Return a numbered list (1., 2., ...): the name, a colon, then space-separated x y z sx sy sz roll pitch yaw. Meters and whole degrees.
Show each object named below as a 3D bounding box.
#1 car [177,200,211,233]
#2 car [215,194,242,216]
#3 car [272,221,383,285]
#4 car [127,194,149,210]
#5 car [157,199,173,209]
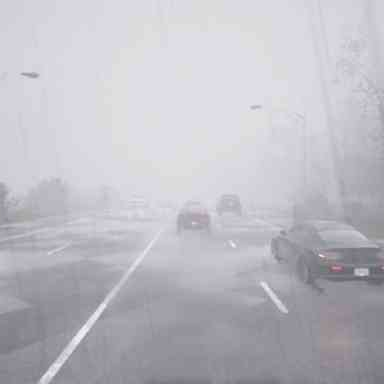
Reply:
1. car: 0.100 1.481 19.818 1.882 1.535 5.008 0 0 0
2. car: 3.600 1.227 33.383 2.150 2.045 5.566 0 0 0
3. car: 3.600 1.527 9.354 1.812 1.442 4.674 0 0 0
4. car: -7.086 1.232 44.044 2.150 2.045 5.566 0 0 0
5. car: -3.586 1.572 44.804 1.994 1.385 4.181 0 0 0
